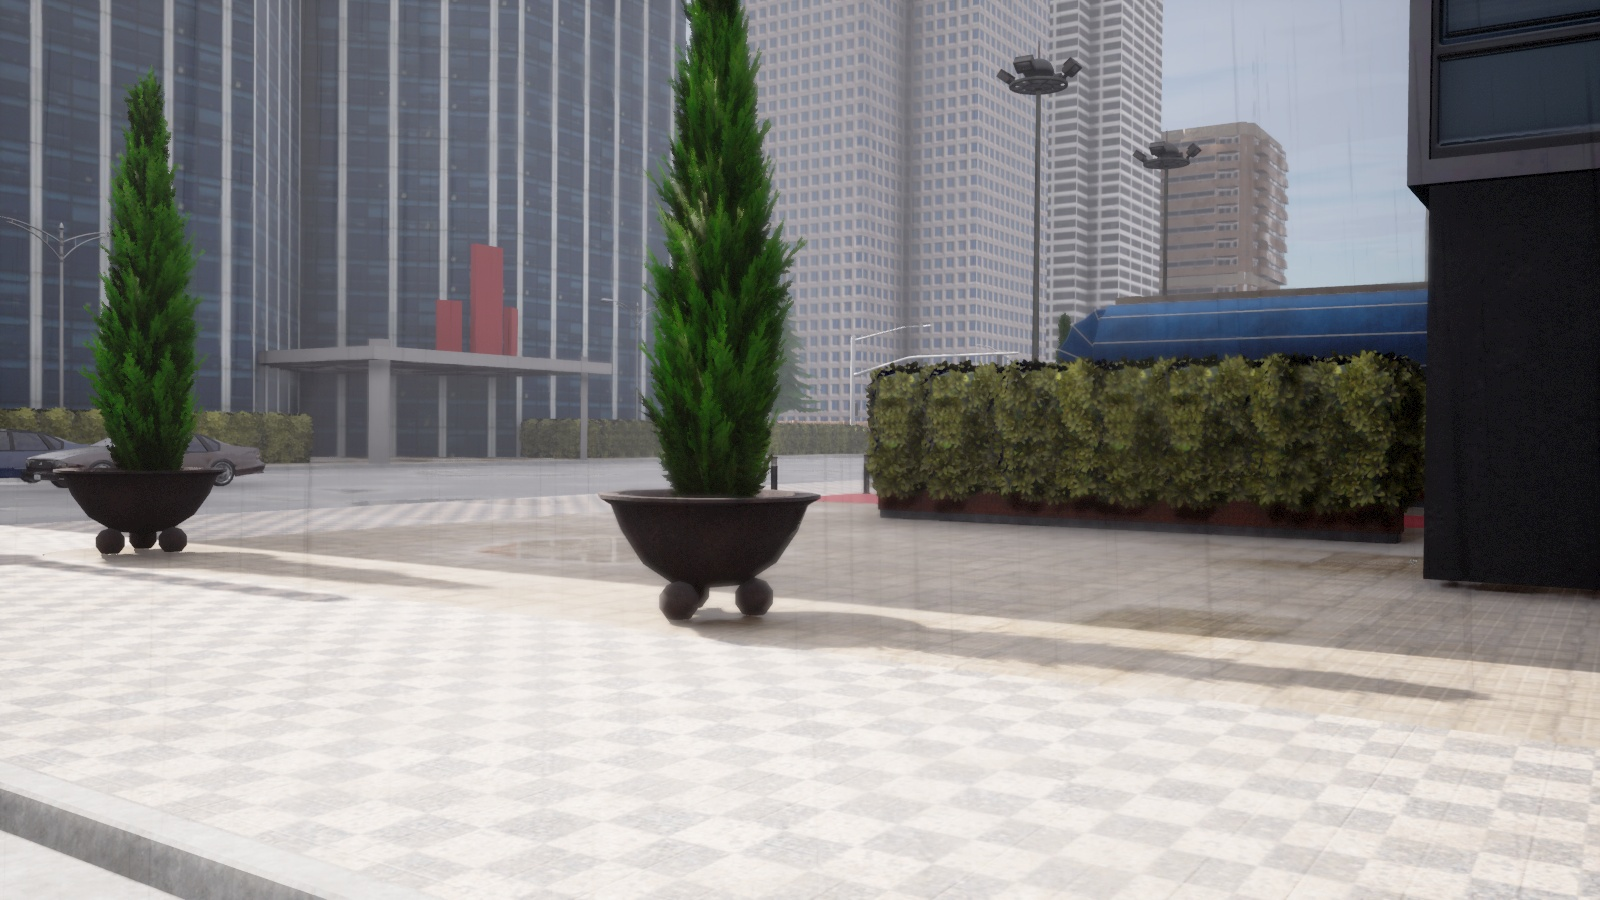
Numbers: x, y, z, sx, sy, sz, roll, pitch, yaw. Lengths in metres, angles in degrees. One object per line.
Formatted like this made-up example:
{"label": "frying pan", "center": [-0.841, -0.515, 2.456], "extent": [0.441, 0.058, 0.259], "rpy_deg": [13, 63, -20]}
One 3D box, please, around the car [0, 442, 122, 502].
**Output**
{"label": "car", "center": [-20.038, 0.535, 31.129], "extent": [2.033, 1.411, 5.357], "rpy_deg": [0, 1, 33]}

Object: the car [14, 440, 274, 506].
{"label": "car", "center": [-15.983, 0.501, 30.944], "extent": [2.033, 1.411, 5.357], "rpy_deg": [0, 1, 33]}
